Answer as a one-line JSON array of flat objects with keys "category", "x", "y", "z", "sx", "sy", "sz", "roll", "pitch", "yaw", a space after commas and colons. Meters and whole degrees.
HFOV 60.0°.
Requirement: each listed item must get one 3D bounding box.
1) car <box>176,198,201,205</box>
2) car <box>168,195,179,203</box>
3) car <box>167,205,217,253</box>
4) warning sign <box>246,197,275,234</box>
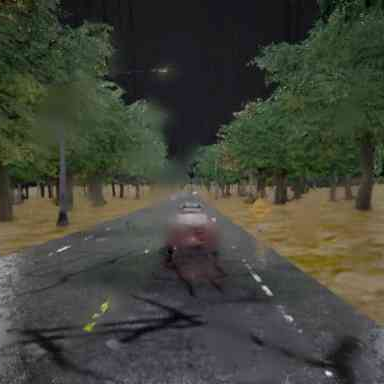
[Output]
[{"category": "car", "x": 0.011, "y": 1.549, "z": 28.451, "sx": 2.128, "sy": 1.511, "sz": 4.902, "roll": 0, "pitch": 0, "yaw": 0}, {"category": "car", "x": -3.542, "y": 1.377, "z": 65.269, "sx": 2.128, "sy": 1.511, "sz": 4.902, "roll": 0, "pitch": 1, "yaw": 0}, {"category": "car", "x": 0.023, "y": 1.553, "z": 14.194, "sx": 1.882, "sy": 1.535, "sz": 5.008, "roll": 0, "pitch": 0, "yaw": 0}, {"category": "warning sign", "x": 3.548, "y": 1.199, "z": 17.417, "sx": 1.300, "sy": 1.860, "sz": 1.060, "roll": 0, "pitch": 0, "yaw": 0}]
